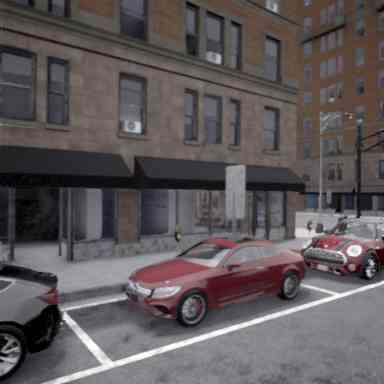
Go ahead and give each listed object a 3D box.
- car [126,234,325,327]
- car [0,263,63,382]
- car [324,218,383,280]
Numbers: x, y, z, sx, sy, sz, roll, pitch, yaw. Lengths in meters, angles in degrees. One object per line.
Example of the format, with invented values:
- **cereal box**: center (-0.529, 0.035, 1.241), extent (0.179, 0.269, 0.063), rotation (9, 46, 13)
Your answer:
- **car**: center (0.702, 1.637, 7.034), extent (4.206, 1.307, 1.802), rotation (1, -1, -35)
- **car**: center (-3.777, 1.555, 3.841), extent (4.313, 1.339, 1.947), rotation (1, -1, -35)
- **car**: center (5.183, 1.561, 10.229), extent (4.097, 1.590, 1.967), rotation (1, -1, -35)
